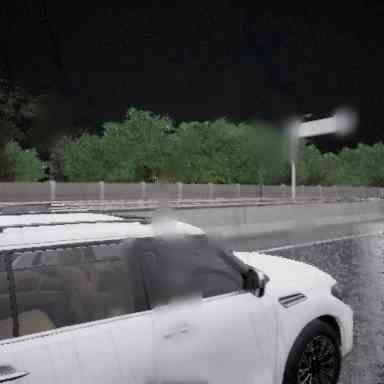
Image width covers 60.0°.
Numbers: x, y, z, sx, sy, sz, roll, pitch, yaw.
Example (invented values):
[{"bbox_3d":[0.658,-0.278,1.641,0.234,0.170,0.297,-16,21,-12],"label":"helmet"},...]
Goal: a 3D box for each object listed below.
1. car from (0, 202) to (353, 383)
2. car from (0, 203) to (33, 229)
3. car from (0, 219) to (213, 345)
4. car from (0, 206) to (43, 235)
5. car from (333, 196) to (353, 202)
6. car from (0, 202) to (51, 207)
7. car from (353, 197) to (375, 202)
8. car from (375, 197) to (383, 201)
[{"bbox_3d":[-0.774,1.214,3.186,5.566,2.045,2.150,-1,0,-35],"label":"car"},{"bbox_3d":[-12.661,1.517,20.768,4.674,1.442,1.812,-1,0,-36],"label":"car"},{"bbox_3d":[-2.076,1.491,6.579,4.892,1.490,1.837,-1,0,-36],"label":"car"},{"bbox_3d":[-10.513,1.554,18.003,4.181,1.385,1.994,-1,0,-36],"label":"car"},{"bbox_3d":[20.949,1.377,45.081,4.892,1.490,1.837,0,0,-36],"label":"car"},{"bbox_3d":[-8.435,1.341,15.187,4.553,1.767,2.097,-1,0,-36],"label":"car"},{"bbox_3d":[22.909,1.397,42.183,4.674,1.442,1.812,0,0,-36],"label":"car"},{"bbox_3d":[24.135,1.090,38.755,5.566,2.045,2.150,0,0,-36],"label":"car"}]
